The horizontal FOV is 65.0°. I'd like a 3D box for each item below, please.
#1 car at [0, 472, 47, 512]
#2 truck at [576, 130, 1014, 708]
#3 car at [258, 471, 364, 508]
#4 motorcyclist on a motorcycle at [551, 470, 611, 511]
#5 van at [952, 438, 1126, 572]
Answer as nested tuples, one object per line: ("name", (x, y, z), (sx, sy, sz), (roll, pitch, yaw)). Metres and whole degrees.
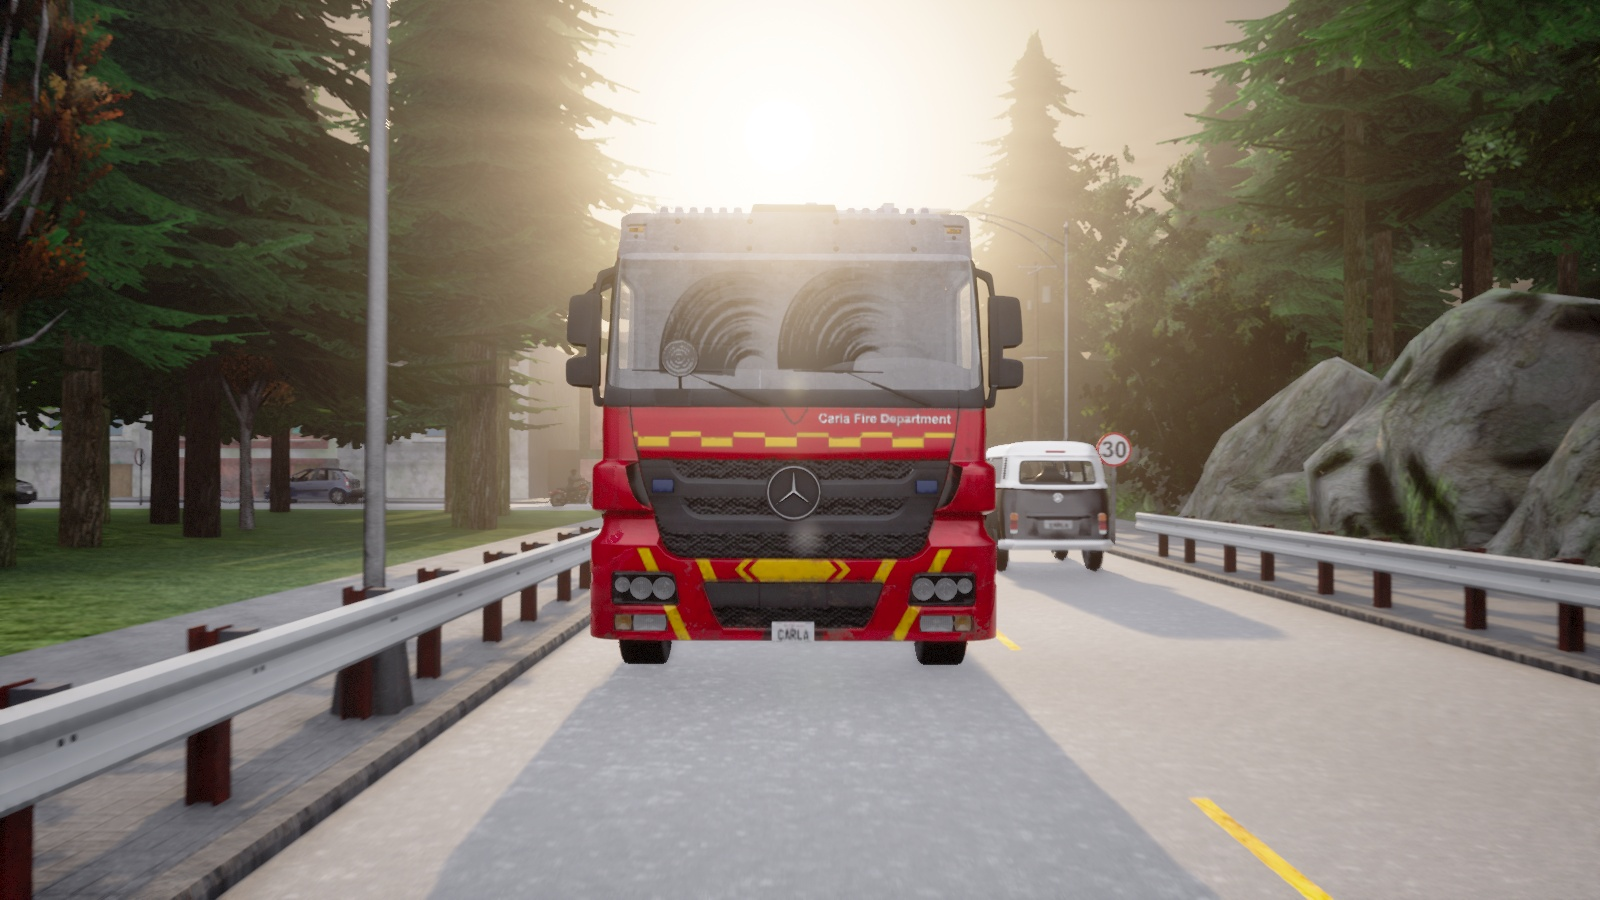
("car", (-33.594, 1.715, 51.773), (3.988, 1.617, 1.851), (0, -1, 0))
("truck", (-0.054, -0.139, 12.577), (2.891, 3.827, 8.468), (0, -1, 0))
("car", (-21.674, 1.733, 55.755), (3.988, 1.617, 1.851), (0, -1, 0))
("motorcyclist on a motorcycle", (-9.016, 1.667, 51.727), (2.350, 1.649, 0.766), (0, -1, 1))
("van", (3.912, 0.879, 21.357), (2.069, 2.038, 4.480), (0, -1, 0))
